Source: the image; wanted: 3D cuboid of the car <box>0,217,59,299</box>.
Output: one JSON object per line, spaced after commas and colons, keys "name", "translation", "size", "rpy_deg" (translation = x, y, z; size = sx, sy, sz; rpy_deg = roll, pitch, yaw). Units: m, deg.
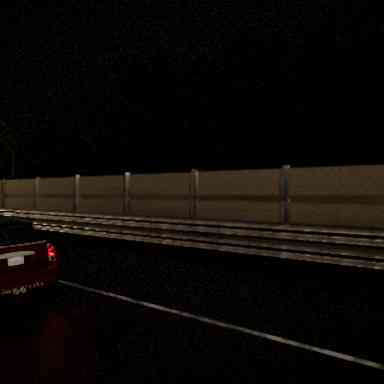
{"name": "car", "translation": [-5.117, 1.356, 7.639], "size": [4.553, 1.767, 2.097], "rpy_deg": [0, 0, 35]}
